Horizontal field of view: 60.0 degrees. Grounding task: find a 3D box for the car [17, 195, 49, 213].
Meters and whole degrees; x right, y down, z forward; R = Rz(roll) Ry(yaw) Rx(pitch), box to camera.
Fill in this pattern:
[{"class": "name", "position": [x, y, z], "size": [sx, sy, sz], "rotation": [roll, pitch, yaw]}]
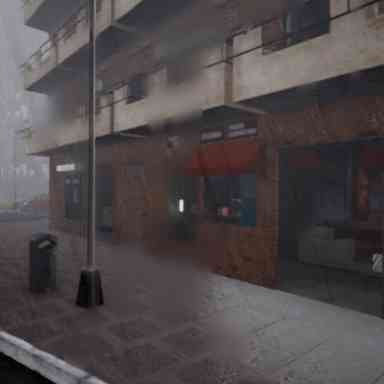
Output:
[{"class": "car", "position": [-13.243, 0.952, 29.641], "size": [4.097, 1.590, 1.967], "rotation": [0, 1, -42]}]
